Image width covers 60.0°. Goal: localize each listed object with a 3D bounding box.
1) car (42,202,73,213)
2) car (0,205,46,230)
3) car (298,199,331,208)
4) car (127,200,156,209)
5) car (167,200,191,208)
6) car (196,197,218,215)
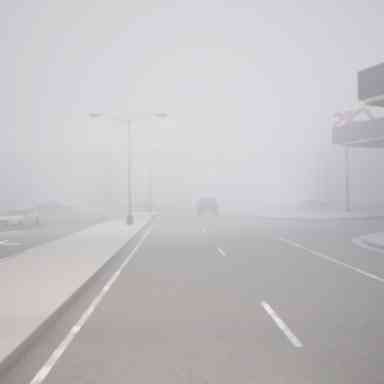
[{"bbox_3d":[-19.474,2.188,47.207,5.008,1.535,1.882,-1,-1,-2],"label":"car"},{"bbox_3d":[-12.749,1.925,24.363,1.812,1.442,4.674,-1,-1,-3],"label":"car"},{"bbox_3d":[19.348,1.785,52.536,5.008,1.535,1.882,-1,-1,-2],"label":"car"},{"bbox_3d":[-8.912,2.177,58.418,5.008,1.535,1.882,-1,-1,-3],"label":"car"},{"bbox_3d":[-2.424,2.188,62.183,4.674,1.442,1.812,-1,-1,-2],"label":"car"},{"bbox_3d":[1.725,1.599,38.896,2.150,2.045,5.566,-1,0,-3],"label":"car"}]
